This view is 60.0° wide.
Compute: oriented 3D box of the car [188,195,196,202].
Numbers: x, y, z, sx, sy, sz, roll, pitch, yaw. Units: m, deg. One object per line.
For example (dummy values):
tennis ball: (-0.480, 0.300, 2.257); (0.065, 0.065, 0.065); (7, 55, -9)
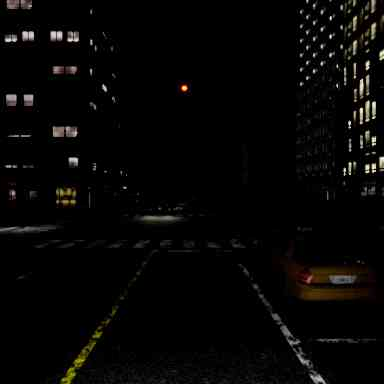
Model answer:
car: (0.112, 1.556, 80.177); (1.882, 1.535, 5.008); (0, 0, 0)

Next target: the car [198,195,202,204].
car: (2.773, 1.361, 62.596); (2.192, 1.841, 5.009); (0, 0, 0)

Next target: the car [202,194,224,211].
car: (2.742, 1.332, 40.490); (2.192, 1.841, 5.009); (0, 0, 0)

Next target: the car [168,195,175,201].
car: (-5.567, 1.624, 90.072); (1.752, 1.417, 4.829); (0, 0, 0)

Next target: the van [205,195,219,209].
van: (2.750, 1.363, 46.016); (1.690, 1.788, 3.998); (0, 0, 0)

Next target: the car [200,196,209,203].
car: (2.790, 1.611, 73.650); (1.887, 1.381, 4.507); (0, 0, 0)

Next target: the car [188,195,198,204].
car: (0.196, 1.654, 66.591); (1.895, 1.301, 4.718); (0, 0, 0)

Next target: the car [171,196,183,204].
car: (-2.930, 1.601, 66.576); (2.033, 1.411, 5.357); (0, 0, 1)

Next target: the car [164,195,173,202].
car: (-5.583, 1.516, 79.188); (1.967, 1.590, 4.097); (0, 0, 0)

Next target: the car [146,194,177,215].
car: (-3.058, 1.234, 34.115); (2.150, 2.045, 5.566); (0, 0, 0)

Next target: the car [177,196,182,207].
car: (-3.028, 1.574, 49.804); (2.033, 1.411, 5.357); (0, 0, 0)

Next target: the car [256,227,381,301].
car: (2.698, 1.526, 8.247); (1.752, 1.417, 4.829); (0, 0, 0)

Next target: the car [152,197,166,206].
car: (-5.613, 1.588, 57.081); (2.008, 1.369, 4.403); (0, 0, 0)

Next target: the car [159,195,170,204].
car: (-5.599, 1.496, 68.135); (1.967, 1.590, 4.097); (0, 0, 0)

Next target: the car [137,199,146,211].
car: (-5.636, 1.567, 40.502); (2.008, 1.369, 4.403); (0, 0, 0)

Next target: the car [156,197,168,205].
car: (-5.606, 1.591, 62.607); (1.887, 1.381, 4.507); (0, 0, 0)
